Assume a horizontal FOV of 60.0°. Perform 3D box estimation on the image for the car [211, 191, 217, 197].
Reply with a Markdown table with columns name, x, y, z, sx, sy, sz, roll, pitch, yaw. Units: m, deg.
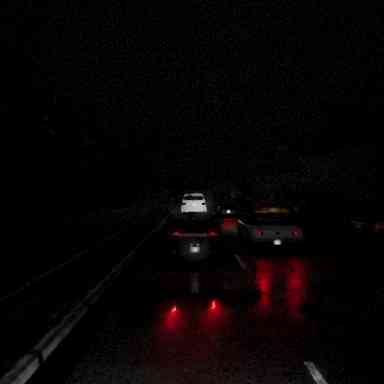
| name | x | y | z | sx | sy | sz | roll | pitch | yaw |
| --- | --- | --- | --- | --- | --- | --- | --- | --- | --- |
| car | 8.260 | 1.065 | 87.910 | 4.792 | 1.488 | 2.163 | 0 | 1 | -20 |

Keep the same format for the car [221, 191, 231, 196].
| name | x | y | z | sx | sy | sz | roll | pitch | yaw |
| --- | --- | --- | --- | --- | --- | --- | --- | --- | --- |
| car | 8.234 | 1.161 | 54.907 | 5.566 | 2.045 | 2.435 | 1 | 0 | -20 |

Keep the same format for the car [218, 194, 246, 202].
| name | x | y | z | sx | sy | sz | roll | pitch | yaw |
| --- | --- | --- | --- | --- | --- | --- | --- | --- | --- |
| car | 8.414 | 1.278 | 69.982 | 5.366 | 1.575 | 1.946 | 1 | 0 | -20 |

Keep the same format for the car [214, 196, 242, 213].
| name | x | y | z | sx | sy | sz | roll | pitch | yaw |
| --- | --- | --- | --- | --- | --- | --- | --- | --- | --- |
| car | 3.163 | 1.427 | 30.963 | 1.837 | 1.490 | 4.892 | 0 | 0 | 0 |

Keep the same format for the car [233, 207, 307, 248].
| name | x | y | z | sx | sy | sz | roll | pitch | yaw |
| --- | --- | --- | --- | --- | --- | --- | --- | --- | --- |
| car | 3.119 | 1.534 | 14.302 | 1.895 | 1.301 | 4.718 | 0 | 0 | 0 |

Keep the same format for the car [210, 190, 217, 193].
| name | x | y | z | sx | sy | sz | roll | pitch | yaw |
| --- | --- | --- | --- | --- | --- | --- | --- | --- | --- |
| car | 8.272 | 0.828 | 93.899 | 4.553 | 1.767 | 2.185 | 0 | 1 | -20 |

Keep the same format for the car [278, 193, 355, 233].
| name | x | y | z | sx | sy | sz | roll | pitch | yaw |
| --- | --- | --- | --- | --- | --- | --- | --- | --- | --- |
| car | 8.145 | 1.157 | 18.894 | 5.566 | 2.045 | 2.435 | 1 | 0 | -20 |

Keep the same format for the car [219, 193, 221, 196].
| name | x | y | z | sx | sy | sz | roll | pitch | yaw |
| --- | --- | --- | --- | --- | --- | --- | --- | --- | --- |
| car | 8.041 | 1.390 | 57.836 | 5.366 | 1.575 | 1.946 | 1 | 1 | -20 |

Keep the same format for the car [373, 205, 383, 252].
| name | x | y | z | sx | sy | sz | roll | pitch | yaw |
| --- | --- | --- | --- | --- | --- | --- | --- | --- | --- |
| car | 8.129 | 1.310 | 9.882 | 4.553 | 1.767 | 2.185 | 1 | 0 | -20 |

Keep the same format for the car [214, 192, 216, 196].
| name | x | y | z | sx | sy | sz | roll | pitch | yaw |
| --- | --- | --- | --- | --- | --- | --- | --- | --- | --- |
| car | 8.231 | 1.229 | 75.906 | 4.792 | 1.488 | 2.163 | 1 | 1 | -20 |

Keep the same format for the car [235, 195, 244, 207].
| name | x | y | z | sx | sy | sz | roll | pitch | yaw |
| --- | --- | --- | --- | --- | --- | --- | --- | --- | --- |
| car | 8.162 | 1.426 | 39.884 | 5.008 | 1.535 | 2.097 | 1 | 0 | -20 |

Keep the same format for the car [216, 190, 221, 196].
| name | x | y | z | sx | sy | sz | roll | pitch | yaw |
| --- | --- | --- | --- | --- | --- | --- | --- | --- | --- |
| car | 8.205 | 1.098 | 63.887 | 5.566 | 2.045 | 2.435 | 1 | 1 | -20 |

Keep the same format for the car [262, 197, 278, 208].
| name | x | y | z | sx | sy | sz | roll | pitch | yaw |
| --- | --- | --- | --- | --- | --- | --- | --- | --- | --- |
| car | 8.306 | 1.402 | 24.945 | 5.366 | 1.575 | 1.946 | 1 | 0 | -20 |

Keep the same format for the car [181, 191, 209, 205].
| name | x | y | z | sx | sy | sz | roll | pitch | yaw |
| --- | --- | --- | --- | --- | --- | --- | --- | --- | --- |
| car | 0.160 | 1.142 | 29.929 | 2.150 | 2.045 | 5.566 | 0 | 0 | 0 |

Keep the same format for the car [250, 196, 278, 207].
| name | x | y | z | sx | sy | sz | roll | pitch | yaw |
| --- | --- | --- | --- | --- | --- | --- | --- | --- | --- |
| car | 7.965 | 1.398 | 27.812 | 5.366 | 1.575 | 1.946 | 1 | 0 | -20 |

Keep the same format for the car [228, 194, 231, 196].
| name | x | y | z | sx | sy | sz | roll | pitch | yaw |
| --- | --- | --- | --- | --- | --- | --- | --- | --- | --- |
| car | 8.193 | 1.473 | 48.884 | 4.674 | 1.452 | 2.002 | 1 | 0 | -20 |

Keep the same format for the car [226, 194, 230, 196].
| name | x | y | z | sx | sy | sz | roll | pitch | yaw |
| --- | --- | --- | --- | --- | --- | --- | --- | --- | --- |
| car | 8.224 | 1.453 | 51.909 | 4.792 | 1.488 | 2.163 | 1 | 0 | -20 |

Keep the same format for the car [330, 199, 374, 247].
| name | x | y | z | sx | sy | sz | roll | pitch | yaw |
| --- | --- | --- | --- | --- | --- | --- | --- | --- | --- |
| car | 8.074 | 1.297 | 12.868 | 4.553 | 1.767 | 2.185 | 1 | 0 | -20 |

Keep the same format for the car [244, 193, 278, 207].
| name | x | y | z | sx | sy | sz | roll | pitch | yaw |
| --- | --- | --- | --- | --- | --- | --- | --- | --- | --- |
| car | 8.126 | 1.156 | 30.864 | 5.566 | 2.045 | 2.435 | 1 | 0 | -20 |

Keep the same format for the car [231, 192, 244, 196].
| name | x | y | z | sx | sy | sz | roll | pitch | yaw |
| --- | --- | --- | --- | --- | --- | --- | --- | --- | --- |
| car | 8.216 | 1.307 | 45.895 | 4.553 | 1.767 | 2.185 | 1 | 0 | -20 |

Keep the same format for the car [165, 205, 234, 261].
| name | x | y | z | sx | sy | sz | roll | pitch | yaw |
| --- | --- | --- | --- | --- | --- | --- | --- | --- | --- |
| car | 0.100 | 1.433 | 11.947 | 2.128 | 1.511 | 4.902 | 0 | 0 | 0 |
